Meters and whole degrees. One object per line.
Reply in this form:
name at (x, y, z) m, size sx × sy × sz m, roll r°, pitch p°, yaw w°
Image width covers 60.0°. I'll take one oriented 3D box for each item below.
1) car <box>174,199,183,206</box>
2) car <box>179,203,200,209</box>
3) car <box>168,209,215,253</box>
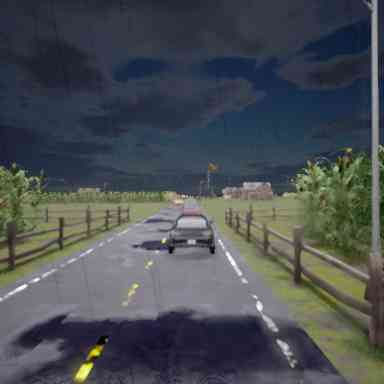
car at (-2.803, 2.240, 70.983) m, size 1.882 × 1.535 × 5.008 m, roll 0°, pitch -1°, yaw 0°
car at (-0.020, 1.896, 29.102) m, size 1.895 × 1.301 × 4.718 m, roll 0°, pitch -1°, yaw 0°
car at (-0.006, 1.668, 14.370) m, size 1.812 × 1.442 × 4.674 m, roll 0°, pitch 0°, yaw 0°
